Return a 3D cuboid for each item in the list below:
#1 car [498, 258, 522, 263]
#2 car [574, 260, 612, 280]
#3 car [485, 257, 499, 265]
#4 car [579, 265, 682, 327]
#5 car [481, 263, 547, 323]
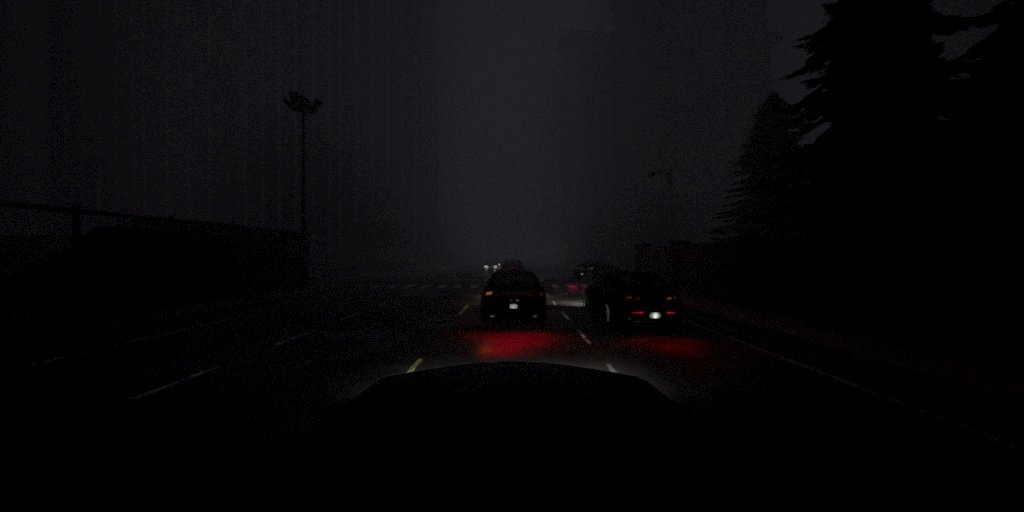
[{"bbox_3d":[0.073,1.055,29.941,1.882,1.535,5.008,0,0,0],"label":"car"},{"bbox_3d":[6.619,1.072,27.361,2.128,1.511,4.902,-1,0,42],"label":"car"},{"bbox_3d":[-3.537,1.005,61.855,1.812,1.442,4.674,0,0,1],"label":"car"},{"bbox_3d":[3.556,1.212,11.270,1.837,1.490,4.892,0,0,0],"label":"car"},{"bbox_3d":[0.060,1.181,12.025,1.882,1.535,5.008,0,0,0],"label":"car"}]
